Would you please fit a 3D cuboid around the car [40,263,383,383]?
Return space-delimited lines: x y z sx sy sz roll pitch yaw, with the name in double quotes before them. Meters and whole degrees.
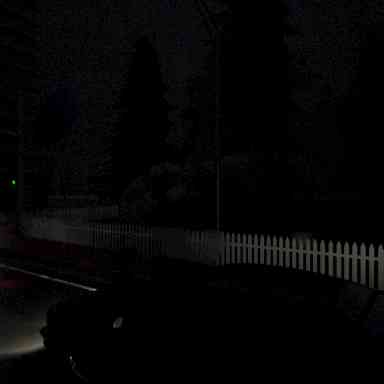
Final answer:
"car" 0.606 1.547 3.562 5.357 1.411 2.033 0 0 36
